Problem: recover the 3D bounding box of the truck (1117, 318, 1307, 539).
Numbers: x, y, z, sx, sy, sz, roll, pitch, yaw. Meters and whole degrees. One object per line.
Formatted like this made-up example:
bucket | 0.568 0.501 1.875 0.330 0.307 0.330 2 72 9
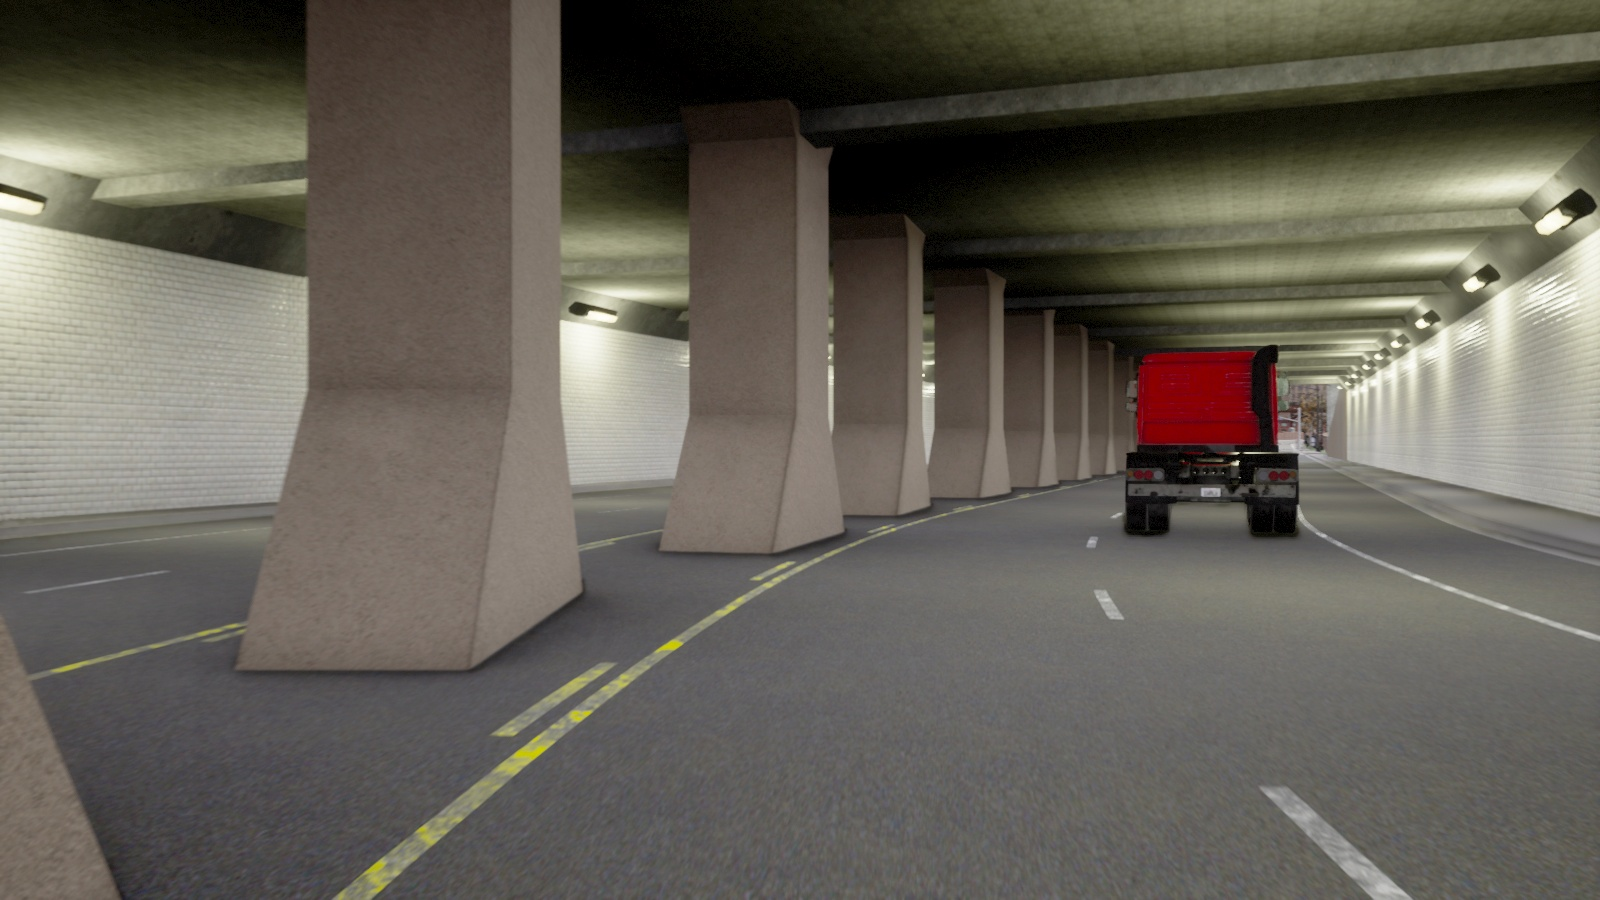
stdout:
truck | 7.777 -0.360 23.967 2.891 3.462 7.936 0 0 17
